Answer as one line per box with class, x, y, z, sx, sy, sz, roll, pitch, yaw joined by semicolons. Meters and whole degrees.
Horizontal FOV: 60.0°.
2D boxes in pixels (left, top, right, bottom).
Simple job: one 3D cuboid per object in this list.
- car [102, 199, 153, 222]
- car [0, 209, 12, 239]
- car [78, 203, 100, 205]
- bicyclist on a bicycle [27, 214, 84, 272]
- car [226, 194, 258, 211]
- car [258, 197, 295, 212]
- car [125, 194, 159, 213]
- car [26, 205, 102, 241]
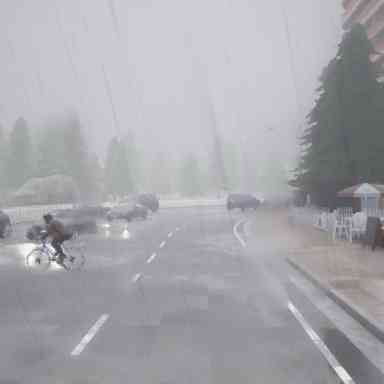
car;-5.042;1.526;26.609;1.812;1.442;4.674;0;0;15
car;-9.937;1.351;14.289;2.097;1.767;4.553;0;0;4
car;-8.559;1.601;26.913;1.895;1.301;4.718;0;0;14
bicyclist on a bicycle;-3.868;1.455;9.373;1.656;1.620;0.582;-2;0;2
car;6.308;1.224;40.392;2.150;2.045;5.566;0;0;38
car;10.111;1.504;39.454;1.837;1.490;4.892;0;0;41
car;-5.563;1.221;35.012;2.150;2.045;5.566;0;0;25
car;-6.281;1.564;16.466;1.994;1.385;4.181;0;0;5
